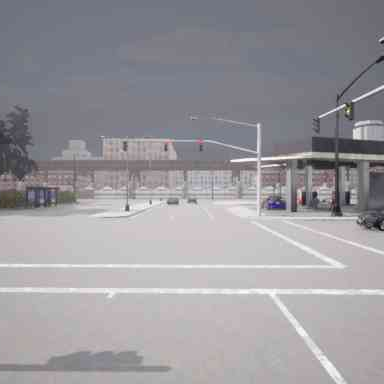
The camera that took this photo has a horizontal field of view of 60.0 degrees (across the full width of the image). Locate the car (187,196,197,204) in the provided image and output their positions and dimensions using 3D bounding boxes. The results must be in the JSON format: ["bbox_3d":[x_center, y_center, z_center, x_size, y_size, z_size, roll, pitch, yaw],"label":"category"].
[{"bbox_3d":[0.022,1.547,64.404,2.033,1.411,5.357,0,0,0],"label":"car"}]

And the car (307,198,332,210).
[{"bbox_3d":[15.469,1.456,40.486,1.970,1.475,3.806,0,0,0],"label":"car"}]

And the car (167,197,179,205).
[{"bbox_3d":[-3.379,1.564,59.927,1.994,1.385,4.181,0,0,0],"label":"car"}]

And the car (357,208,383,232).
[{"bbox_3d":[12.297,1.505,19.562,4.892,1.490,1.837,0,0,-1],"label":"car"}]

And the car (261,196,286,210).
[{"bbox_3d":[9.724,1.295,39.725,2.242,1.667,4.611,0,0,0],"label":"car"}]
